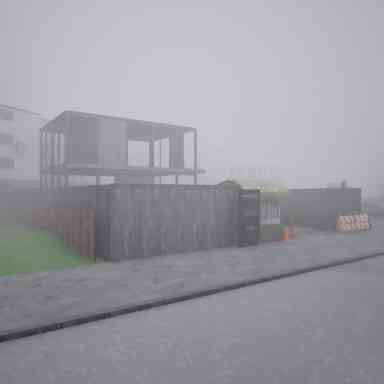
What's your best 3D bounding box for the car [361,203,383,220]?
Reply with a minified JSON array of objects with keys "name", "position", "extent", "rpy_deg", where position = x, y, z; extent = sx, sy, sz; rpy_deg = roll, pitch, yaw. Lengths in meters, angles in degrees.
[{"name":"car","position":[14.955,1.564,27.001],"extent":[1.994,1.385,4.181],"rpy_deg":[0,0,-35]}]
